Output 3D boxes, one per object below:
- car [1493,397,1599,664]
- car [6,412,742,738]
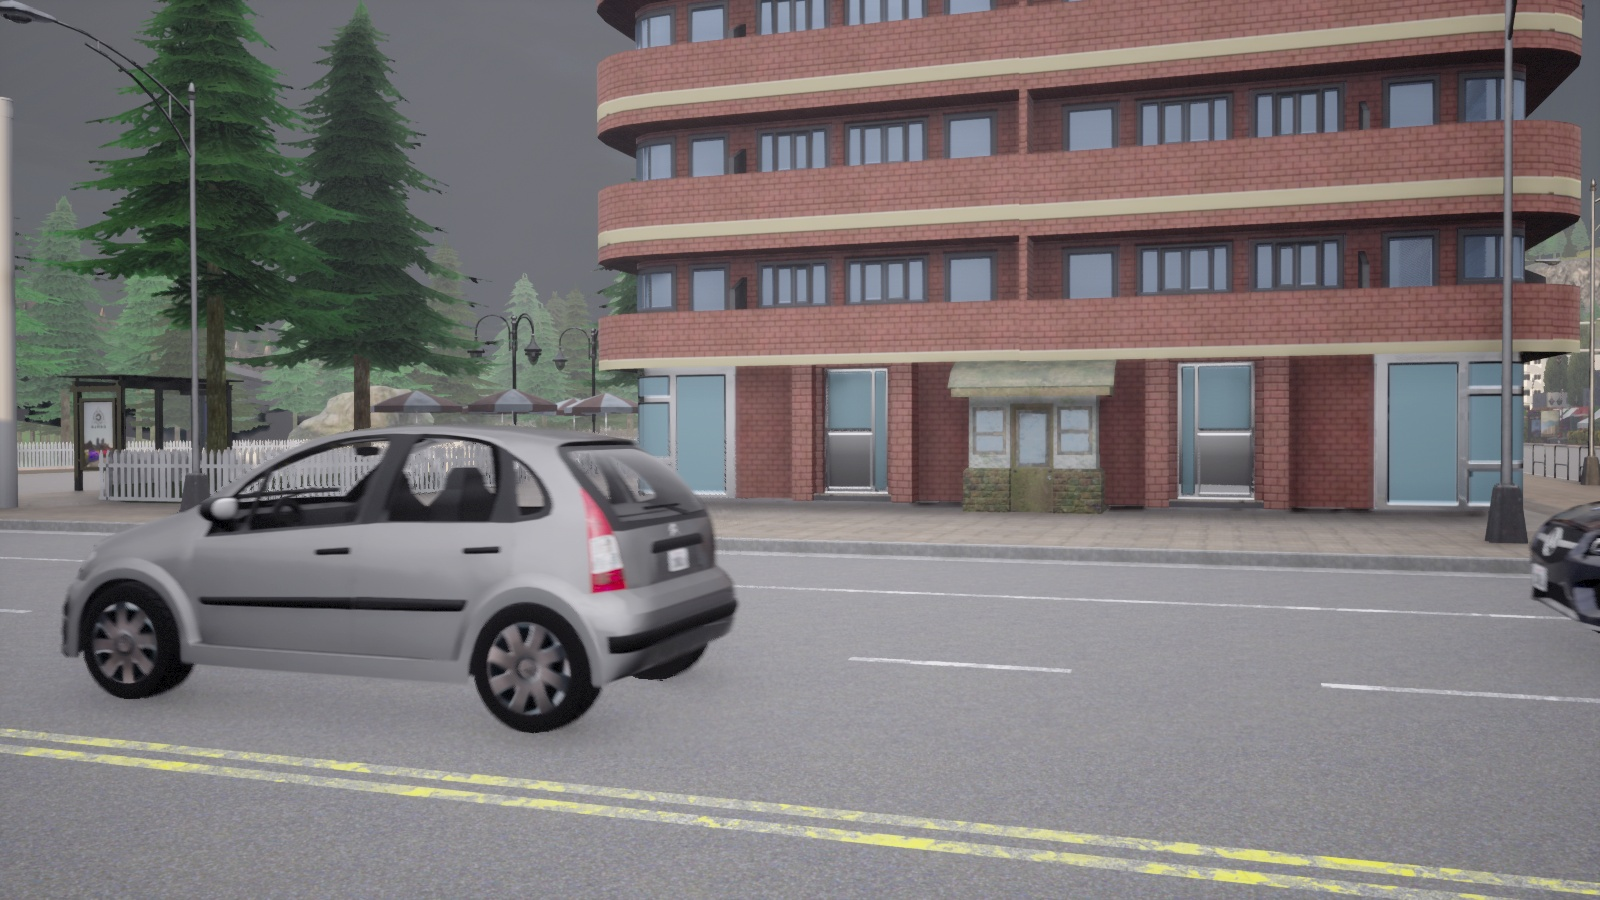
[{"bbox_3d":[7.495,0.504,8.054,5.027,1.651,2.152,1,1,19],"label":"car"},{"bbox_3d":[-2.554,0.591,7.742,3.988,1.617,1.851,1,1,19],"label":"car"}]
